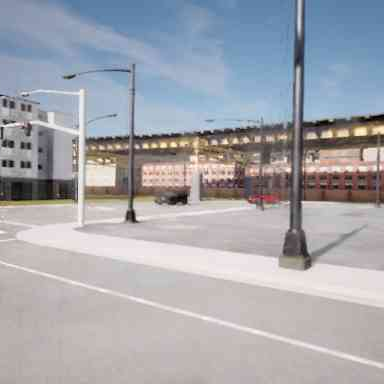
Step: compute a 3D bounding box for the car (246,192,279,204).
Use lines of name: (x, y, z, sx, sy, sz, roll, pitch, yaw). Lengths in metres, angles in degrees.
car: (12.126, 1.075, 56.913, 5.566, 2.045, 2.150, 1, 1, -15)

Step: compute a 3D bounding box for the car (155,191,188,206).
car: (-2.728, 0.848, 45.830, 2.150, 2.045, 5.566, 1, 1, 35)
